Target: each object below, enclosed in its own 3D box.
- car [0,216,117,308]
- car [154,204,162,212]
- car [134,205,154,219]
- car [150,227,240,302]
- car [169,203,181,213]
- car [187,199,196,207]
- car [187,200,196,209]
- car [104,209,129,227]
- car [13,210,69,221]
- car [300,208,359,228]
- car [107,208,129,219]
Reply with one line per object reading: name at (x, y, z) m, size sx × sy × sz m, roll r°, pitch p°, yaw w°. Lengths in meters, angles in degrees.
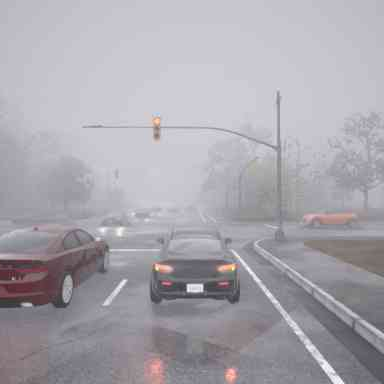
car at (-3.433, 1.556, 8.141) m, size 1.882 × 1.535 × 5.008 m, roll 0°, pitch -1°, yaw 0°
car at (-7.145, 3.292, 67.969) m, size 1.882 × 1.535 × 5.008 m, roll 0°, pitch 0°, yaw 0°
car at (-7.189, 3.100, 49.414) m, size 1.882 × 1.535 × 5.008 m, roll 0°, pitch -1°, yaw 0°
car at (0.064, 1.606, 8.286) m, size 1.812 × 1.442 × 4.674 m, roll 0°, pitch -1°, yaw 0°
car at (-3.533, 3.420, 67.180) m, size 1.895 × 1.301 × 4.718 m, roll 0°, pitch 0°, yaw 0°
car at (-0.265, 2.895, 87.032) m, size 2.097 × 1.767 × 4.553 m, roll 0°, pitch 0°, yaw -4°
car at (-0.154, 3.305, 77.298) m, size 1.994 × 1.385 × 4.181 m, roll 0°, pitch 0°, yaw 0°
car at (-7.159, 2.461, 31.463) m, size 1.812 × 1.442 × 4.674 m, roll 0°, pitch -2°, yaw 0°
car at (-15.334, 2.596, 34.036) m, size 5.357 × 1.411 × 2.033 m, roll 1°, pitch -3°, yaw -28°
car at (11.753, 2.164, 28.687) m, size 4.553 × 1.767 × 2.097 m, roll 0°, pitch -3°, yaw -2°
car at (-10.693, 3.140, 48.357) m, size 2.033 × 1.411 × 5.357 m, roll 0°, pitch -2°, yaw 0°
